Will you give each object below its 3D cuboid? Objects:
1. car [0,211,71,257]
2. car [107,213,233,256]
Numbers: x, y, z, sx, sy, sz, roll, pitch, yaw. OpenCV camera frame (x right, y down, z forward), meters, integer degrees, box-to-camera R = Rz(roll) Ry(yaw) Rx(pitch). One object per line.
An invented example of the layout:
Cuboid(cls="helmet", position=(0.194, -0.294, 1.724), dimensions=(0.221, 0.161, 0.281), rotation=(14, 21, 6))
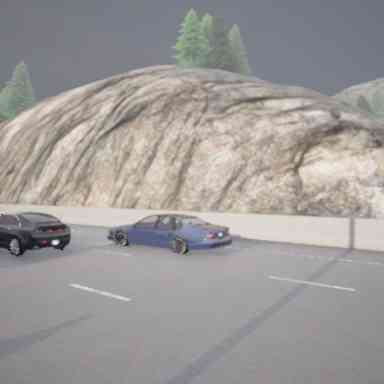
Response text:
Cuboid(cls="car", position=(-6.787, 1.533, 13.149), dimensions=(4.892, 1.490, 1.837), rotation=(0, 0, 36))
Cuboid(cls="car", position=(-1.029, 1.569, 13.334), dimensions=(5.357, 1.411, 2.033), rotation=(0, 0, 36))
